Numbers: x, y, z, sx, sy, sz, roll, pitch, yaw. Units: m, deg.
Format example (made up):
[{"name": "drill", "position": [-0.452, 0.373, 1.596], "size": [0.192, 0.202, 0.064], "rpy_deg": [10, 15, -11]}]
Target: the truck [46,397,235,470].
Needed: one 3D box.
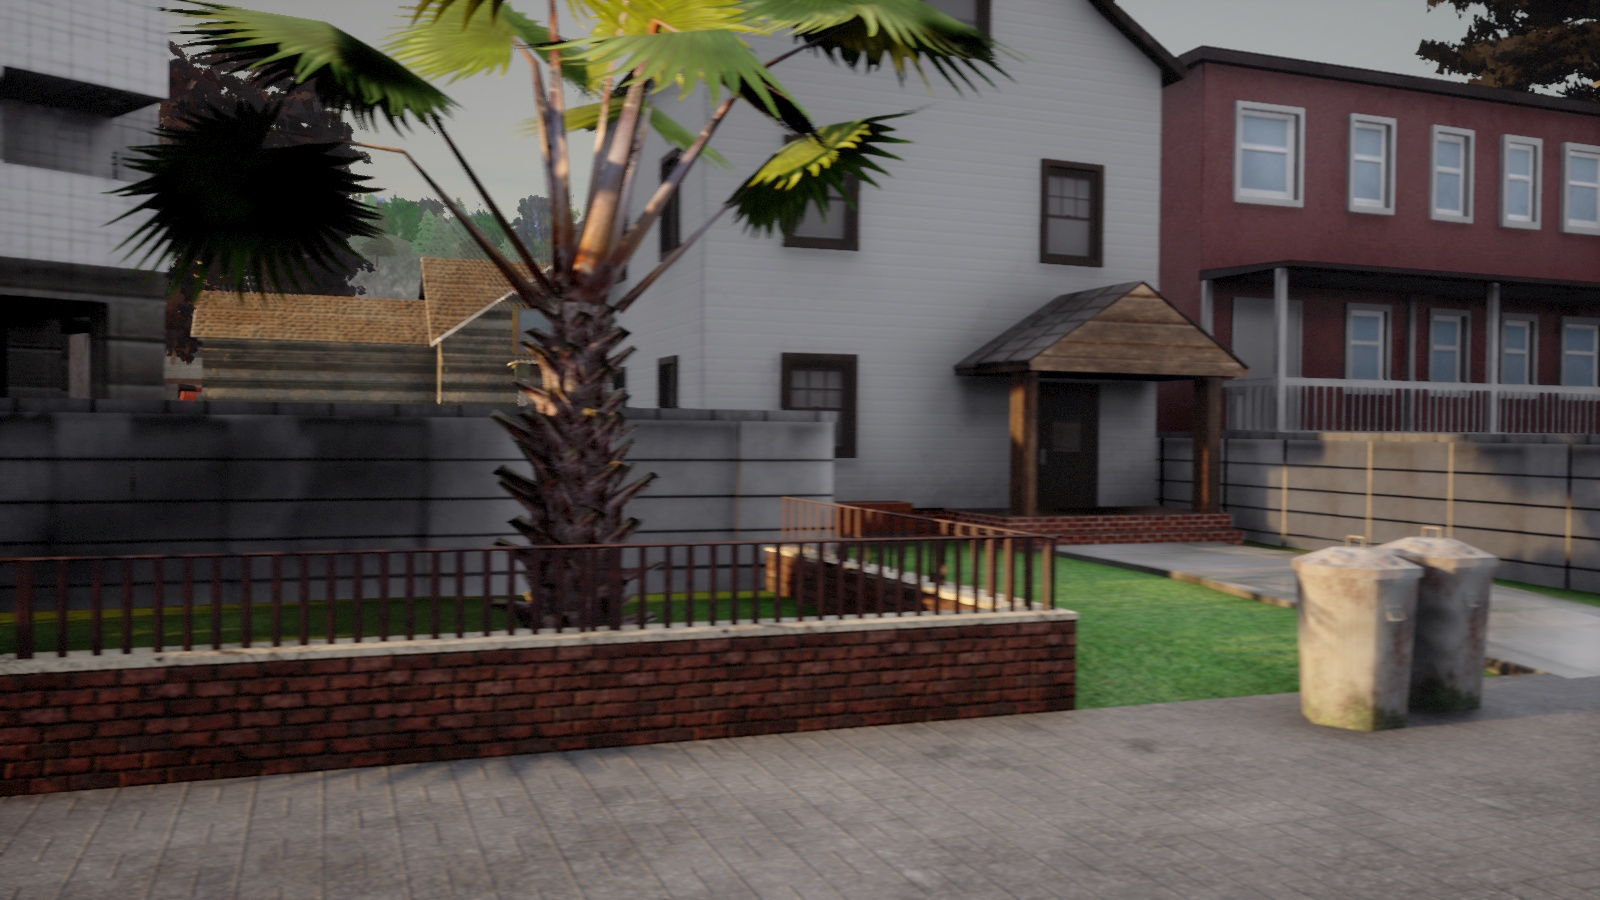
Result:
[{"name": "truck", "position": [-32.363, -0.845, 61.996], "size": [7.936, 3.462, 2.891], "rpy_deg": [-1, 1, -21]}]
